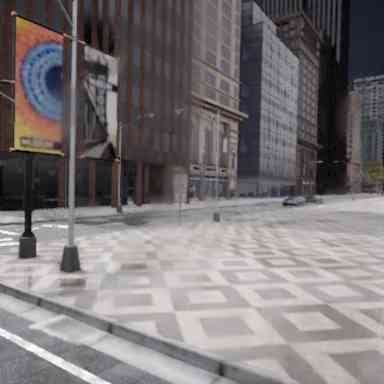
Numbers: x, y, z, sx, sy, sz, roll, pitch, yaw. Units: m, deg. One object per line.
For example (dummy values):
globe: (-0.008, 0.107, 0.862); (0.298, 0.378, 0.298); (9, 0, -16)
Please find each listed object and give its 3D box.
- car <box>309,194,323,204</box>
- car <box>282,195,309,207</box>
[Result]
car: (19.344, 1.140, 52.673); (1.837, 1.490, 4.892); (2, 1, 35)
car: (13.629, 1.242, 44.448); (1.994, 1.385, 4.181); (2, 1, 36)
